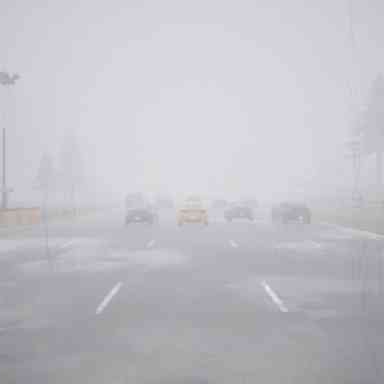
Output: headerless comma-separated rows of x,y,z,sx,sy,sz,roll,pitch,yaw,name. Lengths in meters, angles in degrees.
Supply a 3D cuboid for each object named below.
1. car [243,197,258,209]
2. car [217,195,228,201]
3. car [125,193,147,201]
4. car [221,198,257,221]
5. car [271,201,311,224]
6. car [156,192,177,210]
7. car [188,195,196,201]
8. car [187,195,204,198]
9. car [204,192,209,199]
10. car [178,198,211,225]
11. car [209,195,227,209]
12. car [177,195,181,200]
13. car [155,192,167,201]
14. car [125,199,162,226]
7.100,1.407,42.264,1.837,1.490,4.892,0,0,0,car
7.000,1.363,75.831,2.033,1.411,5.357,0,0,0,car
-6.898,1.123,41.635,2.150,2.045,5.566,0,0,0,car
3.586,1.465,26.184,1.812,1.442,4.674,0,0,0,car
7.099,1.448,24.141,1.837,1.490,4.892,0,0,0,car
-3.400,1.254,41.926,2.097,1.767,4.553,0,0,0,car
0.000,1.347,75.831,1.812,1.442,4.674,0,0,0,car
0.100,1.254,41.942,2.097,1.767,4.553,0,0,0,car
3.500,1.300,76.247,1.882,1.535,5.008,0,0,0,car
0.099,1.423,23.459,1.882,1.535,5.008,0,0,0,car
3.600,1.375,43.827,1.882,1.535,5.008,0,0,0,car
-3.500,1.347,75.831,1.812,1.442,4.674,0,0,0,car
-7.000,1.047,75.860,2.150,2.045,5.566,0,0,0,car
-3.414,1.471,23.027,1.812,1.442,4.674,0,0,0,car
